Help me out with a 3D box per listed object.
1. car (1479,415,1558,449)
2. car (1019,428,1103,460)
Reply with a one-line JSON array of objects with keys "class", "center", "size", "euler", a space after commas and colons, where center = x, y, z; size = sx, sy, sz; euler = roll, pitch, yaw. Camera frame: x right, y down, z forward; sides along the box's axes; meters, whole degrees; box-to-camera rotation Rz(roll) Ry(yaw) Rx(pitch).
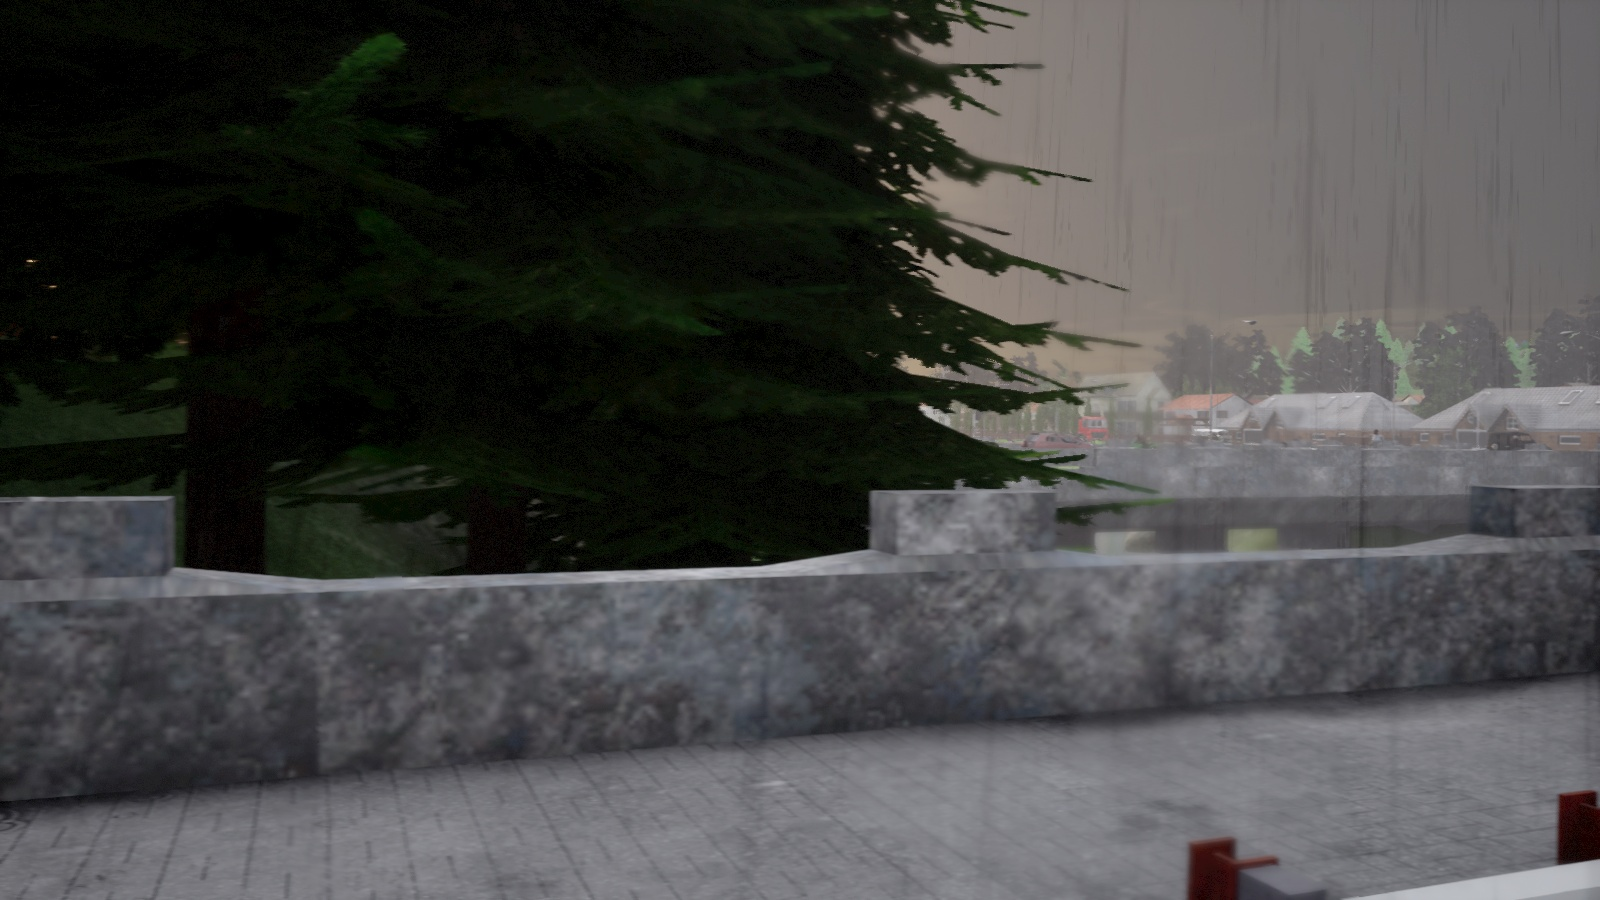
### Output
[{"class": "car", "center": [41.415, -1.032, 72.413], "size": [3.866, 1.878, 1.905], "euler": [-1, 1, -21]}, {"class": "car", "center": [12.794, -0.329, 61.614], "size": [3.633, 1.501, 1.845], "euler": [-1, 1, -19]}]
